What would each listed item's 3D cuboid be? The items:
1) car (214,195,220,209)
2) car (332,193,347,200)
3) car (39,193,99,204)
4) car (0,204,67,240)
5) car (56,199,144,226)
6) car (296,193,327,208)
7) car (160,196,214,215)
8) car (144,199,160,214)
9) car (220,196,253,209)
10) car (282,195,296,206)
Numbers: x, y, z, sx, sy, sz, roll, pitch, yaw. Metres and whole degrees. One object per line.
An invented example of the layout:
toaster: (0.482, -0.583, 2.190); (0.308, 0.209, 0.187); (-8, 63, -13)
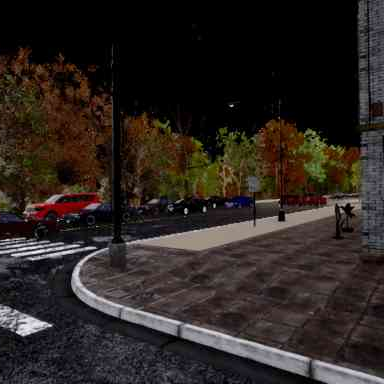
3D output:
car: (2.760, 1.204, 40.218); (1.837, 1.490, 4.892); (-1, 0, 37)
car: (28.381, 0.860, 63.781); (1.895, 1.301, 4.718); (-1, 0, 36)
car: (-9.133, 1.127, 24.059); (2.150, 2.045, 5.566); (-1, 0, 36)
car: (-8.335, 1.443, 13.830); (2.033, 1.411, 5.357); (-1, 0, 36)
car: (-6.092, 1.402, 22.704); (2.033, 1.411, 5.357); (-1, 0, 36)
car: (14.318, 0.856, 39.167); (2.097, 1.767, 4.553); (-1, 0, 36)
car: (-0.376, 1.260, 30.483); (1.837, 1.490, 4.892); (-1, 0, 36)
car: (-3.056, 1.348, 32.315); (2.033, 1.411, 5.357); (-1, 0, 37)
car: (5.493, 1.180, 38.457); (1.812, 1.442, 4.674); (-1, 0, 36)
car: (12.686, 1.057, 42.429); (1.812, 1.442, 4.674); (-1, 0, 36)
